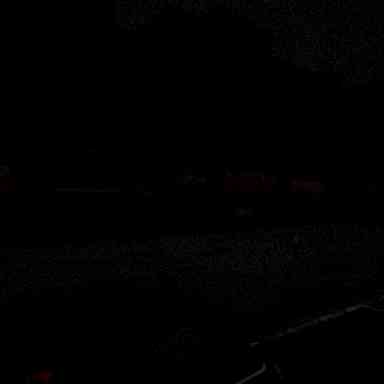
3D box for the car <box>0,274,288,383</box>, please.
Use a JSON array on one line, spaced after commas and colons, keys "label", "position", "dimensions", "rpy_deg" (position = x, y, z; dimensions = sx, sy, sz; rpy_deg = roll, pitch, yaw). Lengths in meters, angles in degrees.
[{"label": "car", "position": [-1.283, 1.439, 1.884], "dimensions": [4.097, 1.590, 1.967], "rpy_deg": [1, 0, -35]}]
